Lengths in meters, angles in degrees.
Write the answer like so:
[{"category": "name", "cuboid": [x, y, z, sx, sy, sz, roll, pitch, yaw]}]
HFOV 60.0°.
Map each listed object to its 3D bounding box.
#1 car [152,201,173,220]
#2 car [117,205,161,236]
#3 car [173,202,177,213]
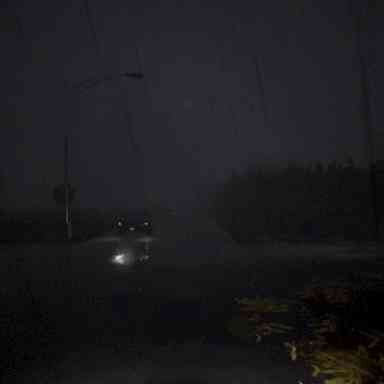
[{"category": "car", "cuboid": [-3.142, 1.798, 32.265, 1.882, 1.535, 5.008, 0, -1, 0]}, {"category": "car", "cuboid": [-3.166, 1.712, 19.958, 1.812, 1.442, 4.674, 0, -1, 0]}, {"category": "car", "cuboid": [-3.085, 1.919, 44.113, 1.812, 1.442, 4.674, 0, 0, 1]}]
